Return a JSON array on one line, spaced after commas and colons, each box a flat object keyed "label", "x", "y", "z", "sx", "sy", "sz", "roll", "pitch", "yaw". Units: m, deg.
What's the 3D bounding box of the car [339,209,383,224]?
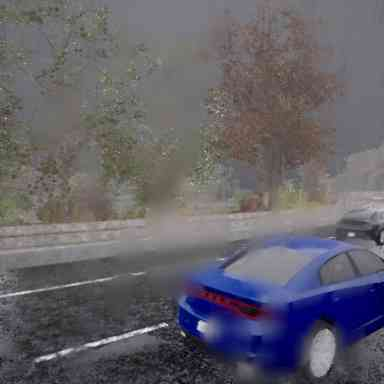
[{"label": "car", "x": 8.585, "y": 1.581, "z": 15.973, "sx": 4.892, "sy": 1.490, "sz": 1.837, "roll": 0, "pitch": 0, "yaw": -44}]

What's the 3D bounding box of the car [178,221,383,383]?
[{"label": "car", "x": 2.108, "y": 1.506, "z": 5.574, "sx": 5.008, "sy": 1.535, "sz": 1.882, "roll": 0, "pitch": 0, "yaw": -38}]
